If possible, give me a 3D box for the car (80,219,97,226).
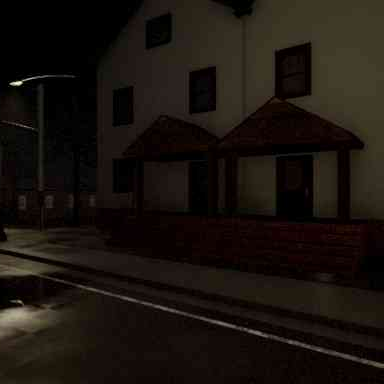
[{"bbox_3d":[-10.452,3.652,35.341,1.837,1.490,4.892,0,-10,35],"label":"car"}]
